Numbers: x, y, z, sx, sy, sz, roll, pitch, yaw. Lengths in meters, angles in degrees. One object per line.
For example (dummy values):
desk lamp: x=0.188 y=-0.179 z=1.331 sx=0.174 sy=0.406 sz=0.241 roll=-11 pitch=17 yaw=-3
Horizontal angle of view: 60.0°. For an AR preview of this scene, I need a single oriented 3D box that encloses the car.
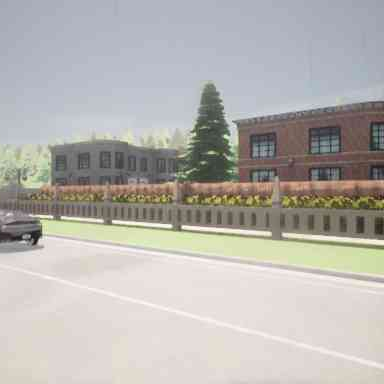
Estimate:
car: x=-8.269 y=1.492 z=14.066 sx=4.902 sy=1.511 sz=2.128 roll=0 pitch=0 yaw=36
